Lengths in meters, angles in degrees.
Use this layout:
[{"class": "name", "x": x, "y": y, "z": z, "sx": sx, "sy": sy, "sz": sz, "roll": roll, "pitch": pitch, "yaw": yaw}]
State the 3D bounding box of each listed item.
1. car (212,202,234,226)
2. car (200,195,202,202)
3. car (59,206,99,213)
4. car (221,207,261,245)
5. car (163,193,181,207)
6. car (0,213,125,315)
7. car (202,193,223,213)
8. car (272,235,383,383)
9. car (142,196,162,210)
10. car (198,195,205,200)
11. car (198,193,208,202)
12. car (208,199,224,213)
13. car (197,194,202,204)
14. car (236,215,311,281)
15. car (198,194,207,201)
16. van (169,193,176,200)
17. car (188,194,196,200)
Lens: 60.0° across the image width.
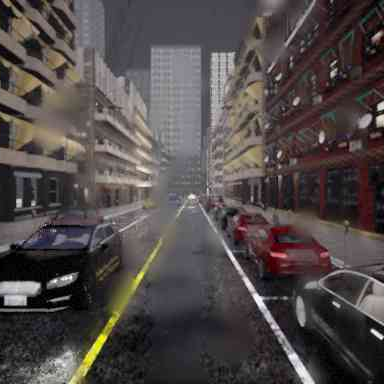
[{"class": "car", "x": 2.555, "y": 1.551, "z": 20.695, "sx": 1.947, "sy": 1.339, "sz": 4.313, "roll": -1, "pitch": 0, "yaw": 0}, {"class": "car", "x": 2.552, "y": 1.488, "z": 48.610, "sx": 1.752, "sy": 1.417, "sz": 4.829, "roll": -1, "pitch": 0, "yaw": 0}, {"class": "car", "x": -5.327, "y": 1.429, "z": 15.124, "sx": 1.967, "sy": 1.590, "sz": 4.097, "roll": -1, "pitch": 0, "yaw": 0}, {"class": "car", "x": 2.555, "y": 1.572, "z": 15.147, "sx": 1.802, "sy": 1.307, "sz": 4.206, "roll": -1, "pitch": 0, "yaw": 0}, {"class": "car", "x": -2.823, "y": 1.312, "z": 51.117, "sx": 2.097, "sy": 1.767, "sz": 4.553, "roll": 0, "pitch": 0, "yaw": 0}, {"class": "car", "x": -2.852, "y": 1.485, "z": 7.834, "sx": 2.128, "sy": 1.511, "sz": 4.902, "roll": 0, "pitch": 0, "yaw": 0}, {"class": "car", "x": 2.550, "y": 1.287, "z": 37.342, "sx": 2.192, "sy": 1.841, "sz": 5.009, "roll": -1, "pitch": 0, "yaw": 0}, {"class": "car", "x": 2.556, "y": 1.548, "z": 4.048, "sx": 2.008, "sy": 1.369, "sz": 4.403, "roll": -1, "pitch": 0, "yaw": 0}, {"class": "car", "x": -5.328, "y": 1.493, "z": 42.700, "sx": 1.752, "sy": 1.417, "sz": 4.829, "roll": -1, "pitch": 0, "yaw": 0}, {"class": "car", "x": 2.549, "y": 1.446, "z": 93.002, "sx": 1.752, "sy": 1.417, "sz": 4.829, "roll": -1, "pitch": 0, "yaw": 0}, {"class": "car", "x": 2.547, "y": 1.252, "z": 76.185, "sx": 2.192, "sy": 1.841, "sz": 5.009, "roll": -1, "pitch": 0, "yaw": 0}, {"class": "car", "x": 2.554, "y": 1.532, "z": 26.244, "sx": 2.008, "sy": 1.369, "sz": 4.403, "roll": -1, "pitch": 0, "yaw": 0}, {"class": "car", "x": 2.221, "y": 1.475, "z": 63.781, "sx": 1.812, "sy": 1.442, "sz": 4.674, "roll": 0, "pitch": 0, "yaw": 0}, {"class": "car", "x": 2.556, "y": 1.576, "z": 9.597, "sx": 1.802, "sy": 1.307, "sz": 4.206, "roll": -1, "pitch": 0, "yaw": 0}, {"class": "car", "x": 2.548, "y": 1.372, "z": 81.734, "sx": 1.967, "sy": 1.590, "sz": 4.097, "roll": -1, "pitch": 0, "yaw": 0}, {"class": "van", "x": -5.334, "y": 1.261, "z": 92.812, "sx": 1.690, "sy": 1.788, "sz": 3.998, "roll": -1, "pitch": 0, "yaw": 0}, {"class": "car", "x": -0.007, "y": 1.310, "z": 81.985, "sx": 1.812, "sy": 1.442, "sz": 4.674, "roll": 0, "pitch": 0, "yaw": 0}]
